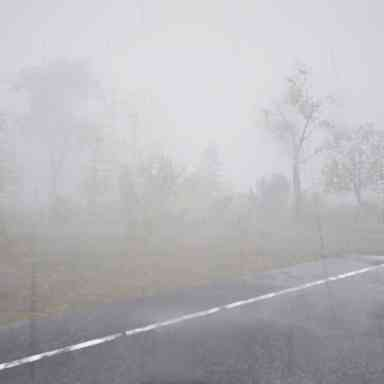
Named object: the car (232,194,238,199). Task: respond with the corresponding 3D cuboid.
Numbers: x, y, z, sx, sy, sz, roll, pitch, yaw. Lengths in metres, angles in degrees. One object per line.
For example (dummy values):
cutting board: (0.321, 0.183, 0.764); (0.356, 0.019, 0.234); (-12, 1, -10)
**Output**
car: (9.804, 0.932, 83.570); (2.150, 2.045, 5.566); (0, 0, -35)
